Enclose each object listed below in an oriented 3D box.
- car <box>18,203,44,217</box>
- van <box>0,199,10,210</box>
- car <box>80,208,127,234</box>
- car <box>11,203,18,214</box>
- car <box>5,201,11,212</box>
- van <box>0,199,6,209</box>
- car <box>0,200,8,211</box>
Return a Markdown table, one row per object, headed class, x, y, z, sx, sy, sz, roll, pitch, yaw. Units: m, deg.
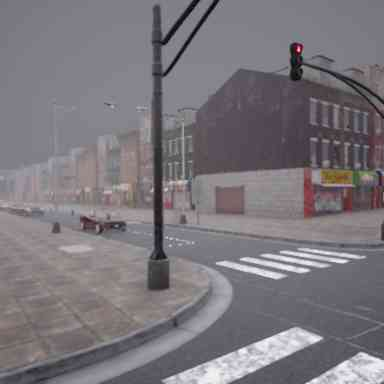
| class | x | y | z | sx | sy | sz | roll | pitch | yaw |
| --- | --- | --- | --- | --- | --- | --- | --- | --- | --- |
| car | -18.497 | 1.955 | 38.611 | 1.967 | 1.590 | 4.097 | -2 | 0 | -36 |
| van | -34.661 | 2.305 | 61.075 | 1.690 | 1.788 | 3.998 | -2 | 0 | -36 |
| car | -5.565 | 1.710 | 20.640 | 1.887 | 1.381 | 4.507 | -2 | 0 | -36 |
| car | -21.725 | 2.170 | 43.103 | 1.947 | 1.339 | 4.313 | -2 | 0 | -36 |
| car | -24.957 | 2.260 | 47.596 | 1.947 | 1.339 | 4.313 | -2 | 0 | -36 |
| van | -37.893 | 2.393 | 65.568 | 1.690 | 1.788 | 3.998 | -2 | 0 | -36 |
| car | -31.324 | 2.397 | 56.444 | 1.752 | 1.417 | 4.829 | -2 | 0 | -36 |
